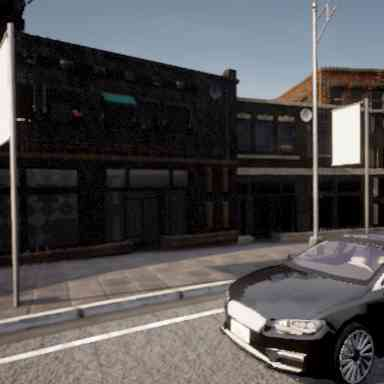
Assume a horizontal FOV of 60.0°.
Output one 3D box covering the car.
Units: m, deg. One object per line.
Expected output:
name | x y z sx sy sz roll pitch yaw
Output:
car | 2.788 1.459 5.224 4.902 1.511 2.128 0 0 -27
